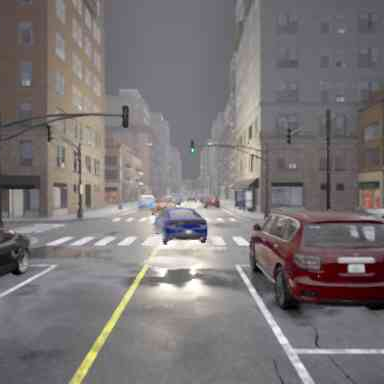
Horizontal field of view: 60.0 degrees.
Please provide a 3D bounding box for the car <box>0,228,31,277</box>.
[{"bbox_3d":[-5.388,1.558,7.723,1.947,1.339,4.313,0,0,0],"label":"car"}]

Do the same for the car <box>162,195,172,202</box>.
[{"bbox_3d":[-5.399,1.444,71.955,1.752,1.417,4.829,0,0,0],"label":"car"}]

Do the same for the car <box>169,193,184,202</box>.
[{"bbox_3d":[-2.784,1.418,53.680,1.882,1.535,5.008,0,0,1],"label":"car"}]

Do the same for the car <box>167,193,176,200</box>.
[{"bbox_3d":[-5.394,1.213,88.342,2.192,1.841,5.009,0,0,0],"label":"car"}]

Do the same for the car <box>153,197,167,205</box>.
[{"bbox_3d":[-5.403,1.483,55.905,1.887,1.381,4.507,0,0,0],"label":"car"}]

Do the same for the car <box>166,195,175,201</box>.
[{"bbox_3d":[-5.396,1.471,82.936,1.947,1.339,4.313,0,0,0],"label":"car"}]

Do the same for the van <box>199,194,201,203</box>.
[{"bbox_3d":[2.690,1.272,61.312,1.690,1.788,3.998,0,0,0],"label":"van"}]

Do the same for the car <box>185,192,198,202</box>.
[{"bbox_3d":[0.001,1.271,74.428,2.097,1.767,4.553,0,0,0],"label":"car"}]

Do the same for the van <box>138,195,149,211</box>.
[{"bbox_3d":[-5.407,1.298,39.686,1.690,1.788,3.998,0,0,0],"label":"van"}]

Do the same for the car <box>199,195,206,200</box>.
[{"bbox_3d":[2.666,1.423,88.514,1.752,1.417,4.829,0,0,0],"label":"car"}]

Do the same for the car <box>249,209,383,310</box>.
[{"bbox_3d":[2.637,1.307,7.723,2.192,1.841,5.009,0,0,0],"label":"car"}]

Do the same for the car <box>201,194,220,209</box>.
[{"bbox_3d":[2.705,1.265,45.093,2.192,1.841,5.009,0,0,0],"label":"car"}]

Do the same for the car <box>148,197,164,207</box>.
[{"bbox_3d":[-5.404,1.510,50.499,1.947,1.339,4.313,0,0,0],"label":"car"}]

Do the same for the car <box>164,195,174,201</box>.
[{"bbox_3d":[-5.397,1.462,77.530,2.008,1.369,4.403,0,0,0],"label":"car"}]

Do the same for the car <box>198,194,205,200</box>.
[{"bbox_3d":[2.661,1.332,93.749,1.967,1.590,4.097,0,0,0],"label":"car"}]

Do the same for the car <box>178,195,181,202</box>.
[{"bbox_3d":[-2.835,1.500,43.578,2.033,1.411,5.357,0,0,-3],"label":"car"}]

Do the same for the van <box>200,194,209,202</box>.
[{"bbox_3d":[2.681,1.259,72.125,1.690,1.788,3.998,0,0,0],"label":"van"}]

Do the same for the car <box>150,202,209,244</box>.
[{"bbox_3d":[-0.694,1.461,15.925,1.882,1.535,5.008,0,0,-13],"label":"car"}]

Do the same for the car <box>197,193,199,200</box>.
[{"bbox_3d":[2.686,1.240,66.719,2.192,1.841,5.009,0,0,0],"label":"car"}]

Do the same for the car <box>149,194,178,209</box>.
[{"bbox_3d":[-2.800,1.316,33.299,2.097,1.767,4.553,0,0,-2],"label":"car"}]
